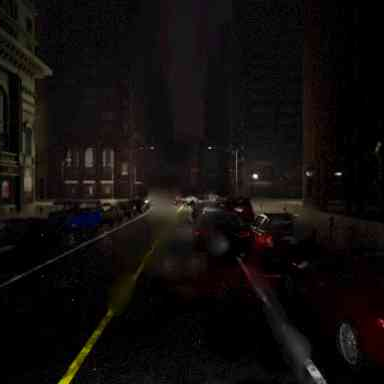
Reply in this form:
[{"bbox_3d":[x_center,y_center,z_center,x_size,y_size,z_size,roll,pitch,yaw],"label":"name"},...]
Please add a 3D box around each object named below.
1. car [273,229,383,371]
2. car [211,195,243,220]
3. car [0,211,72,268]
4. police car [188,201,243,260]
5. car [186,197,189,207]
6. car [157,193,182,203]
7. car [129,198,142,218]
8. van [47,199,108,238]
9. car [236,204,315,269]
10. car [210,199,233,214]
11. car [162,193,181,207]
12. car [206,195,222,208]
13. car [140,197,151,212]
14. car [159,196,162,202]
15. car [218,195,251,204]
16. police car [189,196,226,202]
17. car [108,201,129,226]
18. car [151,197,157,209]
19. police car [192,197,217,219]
[{"bbox_3d":[2.773,1.553,5.349,1.802,1.307,4.206,0,0,0],"label":"car"},{"bbox_3d":[2.838,1.173,27.891,2.192,1.841,5.009,0,0,0],"label":"car"},{"bbox_3d":[-5.735,1.522,11.005,1.802,1.307,4.206,0,0,0],"label":"car"},{"bbox_3d":[0.934,1.359,12.353,1.930,1.638,5.238,0,0,0],"label":"police car"},{"bbox_3d":[0.135,1.373,46.651,1.895,1.301,4.718,0,0,0],"label":"car"},{"bbox_3d":[-4.257,1.062,63.806,4.553,1.767,2.097,0,0,38],"label":"car"},{"bbox_3d":[-5.686,1.438,27.914,1.802,1.307,4.206,0,0,0],"label":"car"},{"bbox_3d":[-5.720,1.252,16.640,1.690,1.788,3.998,0,0,0],"label":"van"},{"bbox_3d":[2.789,1.381,10.984,1.967,1.590,4.097,0,0,0],"label":"car"},{"bbox_3d":[2.855,1.397,33.528,1.947,1.339,4.313,0,0,0],"label":"car"},{"bbox_3d":[-2.909,1.277,46.666,1.837,1.490,4.892,0,0,1],"label":"car"},{"bbox_3d":[2.887,1.221,44.800,1.967,1.590,4.097,0,0,0],"label":"car"},{"bbox_3d":[-5.670,1.396,33.551,1.947,1.339,4.313,0,0,0],"label":"car"},{"bbox_3d":[-5.637,1.330,44.824,2.008,1.369,4.403,0,0,0],"label":"car"},{"bbox_3d":[2.821,1.200,22.254,2.192,1.841,5.009,0,0,0],"label":"car"},{"bbox_3d":[0.932,1.309,22.353,1.930,1.638,5.238,0,0,0],"label":"police car"},{"bbox_3d":[-5.703,1.409,22.107,1.752,1.417,4.829,0,0,0],"label":"car"},{"bbox_3d":[-5.653,1.370,39.187,1.947,1.339,4.313,0,0,0],"label":"car"},{"bbox_3d":[0.949,1.280,28.353,1.930,1.638,5.238,0,0,0],"label":"police car"}]
